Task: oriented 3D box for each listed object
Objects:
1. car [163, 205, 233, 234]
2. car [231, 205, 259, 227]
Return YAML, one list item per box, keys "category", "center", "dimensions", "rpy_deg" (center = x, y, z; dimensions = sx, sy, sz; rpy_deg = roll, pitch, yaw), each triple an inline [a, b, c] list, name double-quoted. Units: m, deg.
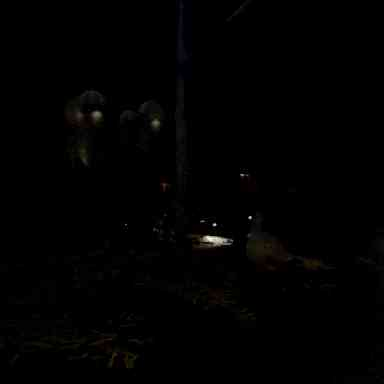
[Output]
- category: "car"
  center: [0.055, 1.564, 19.309]
  dimensions: [1.994, 1.385, 4.181]
  rpy_deg: [0, 0, -35]
- category: "car"
  center: [2.449, 1.564, 22.285]
  dimensions: [1.994, 1.385, 4.181]
  rpy_deg: [0, 0, -35]
